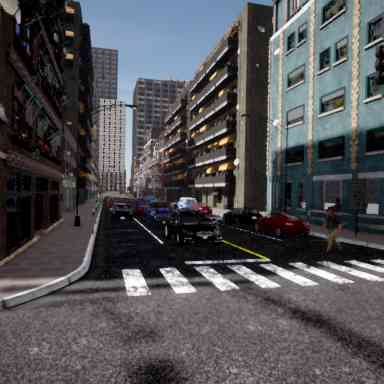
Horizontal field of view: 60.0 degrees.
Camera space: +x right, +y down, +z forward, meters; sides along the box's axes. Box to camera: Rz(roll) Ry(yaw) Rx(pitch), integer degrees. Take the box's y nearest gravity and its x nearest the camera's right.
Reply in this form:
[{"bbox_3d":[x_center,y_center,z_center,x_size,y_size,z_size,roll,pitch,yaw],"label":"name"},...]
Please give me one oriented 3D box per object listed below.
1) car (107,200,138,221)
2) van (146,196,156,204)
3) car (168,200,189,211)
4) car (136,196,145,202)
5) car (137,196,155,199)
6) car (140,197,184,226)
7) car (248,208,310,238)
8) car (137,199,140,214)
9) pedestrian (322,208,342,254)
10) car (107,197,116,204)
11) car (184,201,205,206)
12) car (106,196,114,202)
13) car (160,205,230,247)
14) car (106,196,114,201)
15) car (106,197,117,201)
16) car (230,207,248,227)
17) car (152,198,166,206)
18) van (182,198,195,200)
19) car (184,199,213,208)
[{"bbox_3d":[-5.857,1.631,27.555,1.947,1.339,4.313,1,0,-15],"label":"car"},{"bbox_3d":[-8.949,1.687,72.412,1.690,1.788,3.998,1,0,-15],"label":"van"},{"bbox_3d":[-1.949,1.832,45.696,1.947,1.339,4.313,1,0,-15],"label":"car"},{"bbox_3d":[-14.552,1.965,93.781,2.008,1.369,4.403,1,0,-15],"label":"car"},{"bbox_3d":[-8.465,1.824,60.374,1.994,1.385,4.181,1,-1,-15],"label":"car"},{"bbox_3d":[-2.349,1.456,24.441,2.097,1.767,4.553,1,0,-15],"label":"car"},{"bbox_3d":[5.053,1.777,18.981,1.802,1.307,4.206,1,0,-15],"label":"car"},{"bbox_3d":[-4.881,1.694,34.091,1.994,1.385,4.181,1,0,-15],"label":"car"},{"bbox_3d":[5.387,1.451,12.784,0.375,1.860,0.375,1,0,-15],"label":"pedestrian"},{"bbox_3d":[-17.016,1.713,70.135,1.752,1.417,4.829,1,0,-15],"label":"car"},{"bbox_3d":[-0.592,1.778,30.343,1.895,1.301,4.718,1,0,-15],"label":"car"},{"bbox_3d":[-21.260,1.805,86.327,1.947,1.339,4.313,1,0,-15],"label":"car"},{"bbox_3d":[-0.070,1.586,15.705,1.837,1.490,4.892,1,0,-14],"label":"car"},{"bbox_3d":[-22.661,1.801,91.671,1.887,1.381,4.507,1,0,-15],"label":"car"},{"bbox_3d":[-10.057,1.653,43.584,1.887,1.381,4.507,1,0,-15],"label":"car"},{"bbox_3d":[3.653,1.774,24.324,1.947,1.339,4.313,1,0,-15],"label":"car"},{"bbox_3d":[-6.193,1.839,61.889,1.752,1.417,4.829,1,0,-15],"label":"car"},{"bbox_3d":[-0.546,1.593,40.354,1.690,1.788,3.998,1,0,-15],"label":"van"},{"bbox_3d":[0.852,1.782,35.010,1.887,1.381,4.507,1,0,-15],"label":"car"}]
